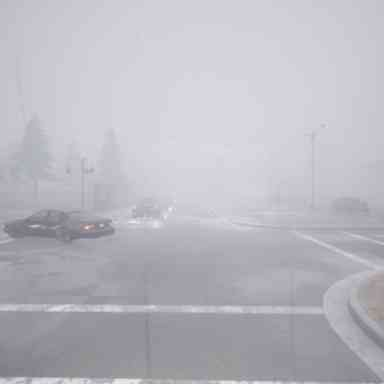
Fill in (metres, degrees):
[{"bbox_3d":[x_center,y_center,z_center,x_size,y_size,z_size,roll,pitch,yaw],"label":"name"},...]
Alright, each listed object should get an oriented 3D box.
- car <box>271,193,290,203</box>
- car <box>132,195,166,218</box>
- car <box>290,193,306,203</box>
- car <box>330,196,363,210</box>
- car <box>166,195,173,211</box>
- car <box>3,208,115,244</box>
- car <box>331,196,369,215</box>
[{"bbox_3d":[14.206,1.014,55.430,2.007,1.523,4.514,0,0,0],"label":"car"},{"bbox_3d":[-3.593,1.190,27.603,2.097,1.767,4.553,0,0,0],"label":"car"},{"bbox_3d":[17.344,1.005,55.452,2.152,1.636,5.027,0,0,0],"label":"car"},{"bbox_3d":[17.012,1.168,36.789,1.970,1.475,3.806,0,0,0],"label":"car"},{"bbox_3d":[-3.590,1.257,37.628,1.882,1.535,5.008,0,0,0],"label":"car"},{"bbox_3d":[-6.068,1.452,15.063,5.357,1.411,2.033,0,0,26],"label":"car"},{"bbox_3d":[13.958,1.201,29.398,1.845,1.501,3.633,0,0,0],"label":"car"}]
